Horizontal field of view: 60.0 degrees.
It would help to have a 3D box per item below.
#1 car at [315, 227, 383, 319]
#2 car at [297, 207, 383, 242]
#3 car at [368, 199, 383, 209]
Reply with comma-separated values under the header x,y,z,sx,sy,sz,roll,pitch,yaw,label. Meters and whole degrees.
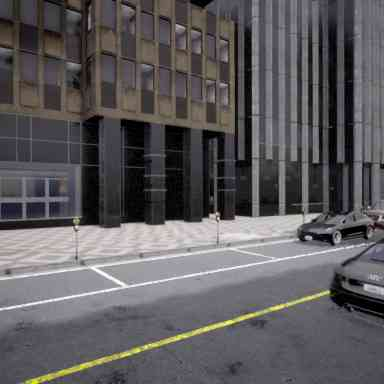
x,y,z,sx,sy,sz,roll,pitch,yaw,label
4.613,1.563,6.604,4.181,1.385,1.994,0,0,-35,car
6.687,1.565,15.285,4.313,1.339,1.947,0,0,-35,car
11.275,1.314,18.559,5.009,1.841,2.192,0,0,-35,car
